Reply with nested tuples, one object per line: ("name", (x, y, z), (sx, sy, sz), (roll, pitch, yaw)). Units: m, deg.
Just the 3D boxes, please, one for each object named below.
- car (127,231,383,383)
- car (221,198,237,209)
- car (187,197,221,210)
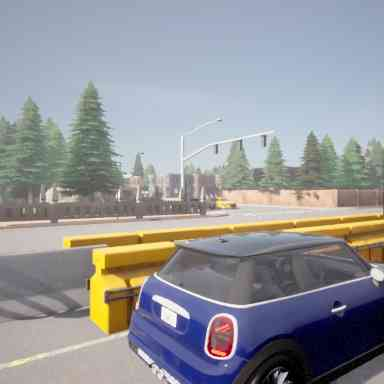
("car", (1.485, 1.352, 4.786), (4.553, 1.767, 2.097), (0, 0, -35))
("car", (3.890, 1.478, 44.587), (1.882, 1.535, 5.008), (0, 0, -35))
("car", (1.105, 1.505, 42.465), (1.837, 1.490, 4.892), (0, 0, -35))
